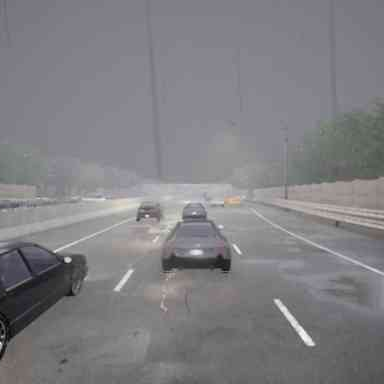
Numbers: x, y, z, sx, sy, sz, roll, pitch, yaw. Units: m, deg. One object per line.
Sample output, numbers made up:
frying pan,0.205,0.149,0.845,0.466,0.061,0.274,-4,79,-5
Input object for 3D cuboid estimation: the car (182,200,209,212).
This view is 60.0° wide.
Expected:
car,0.203,1.590,27.515,1.994,1.385,4.181,0,0,0

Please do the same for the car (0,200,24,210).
car,-23.648,1.647,42.909,1.895,1.301,4.718,0,0,-3

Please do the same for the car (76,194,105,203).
car,-13.822,1.276,46.488,2.150,2.045,5.566,0,0,1

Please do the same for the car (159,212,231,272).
car,0.124,1.574,10.811,1.994,1.385,4.181,0,0,0

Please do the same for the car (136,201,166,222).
car,-3.301,1.530,27.044,1.837,1.490,4.892,0,0,0

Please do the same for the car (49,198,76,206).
car,-17.324,1.601,46.217,2.033,1.411,5.357,0,0,1

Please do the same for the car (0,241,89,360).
car,-3.389,1.552,5.547,2.033,1.411,5.357,0,0,0

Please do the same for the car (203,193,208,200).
car,4.278,1.705,83.440,1.812,1.442,4.674,0,0,1

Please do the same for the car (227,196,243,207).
car,7.225,1.556,54.678,1.882,1.535,5.008,0,0,3

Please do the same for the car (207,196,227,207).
car,3.814,1.667,51.531,1.895,1.301,4.718,0,0,1

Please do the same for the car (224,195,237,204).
car,7.483,1.469,64.855,2.097,1.767,4.553,0,0,1

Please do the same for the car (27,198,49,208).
car,-20.821,1.601,46.319,2.033,1.411,5.357,0,0,1
